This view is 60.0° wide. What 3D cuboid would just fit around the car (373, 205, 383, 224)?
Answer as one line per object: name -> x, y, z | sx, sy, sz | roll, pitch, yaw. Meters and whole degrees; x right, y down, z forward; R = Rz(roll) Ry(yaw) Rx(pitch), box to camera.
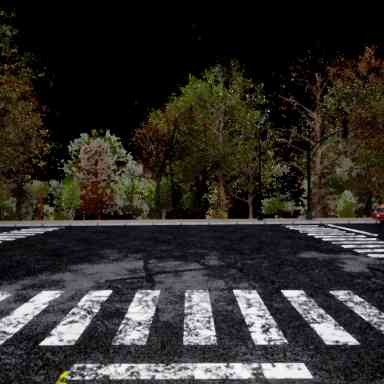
car -> 14.632, 1.127, 21.171 | 5.566, 2.045, 2.150 | -1, -1, 1
